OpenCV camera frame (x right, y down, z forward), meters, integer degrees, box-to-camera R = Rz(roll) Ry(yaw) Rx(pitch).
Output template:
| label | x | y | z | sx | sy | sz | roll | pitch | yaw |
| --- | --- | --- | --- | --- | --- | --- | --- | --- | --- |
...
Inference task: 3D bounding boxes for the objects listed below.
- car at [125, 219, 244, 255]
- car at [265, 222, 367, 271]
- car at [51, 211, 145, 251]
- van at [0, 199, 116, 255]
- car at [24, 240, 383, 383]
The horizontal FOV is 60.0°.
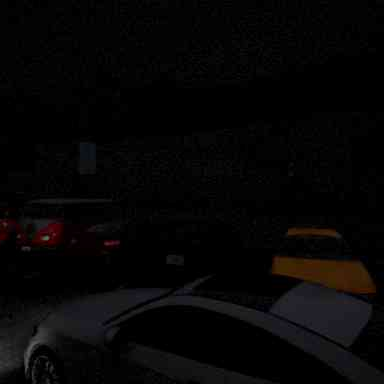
| label | x | y | z | sx | sy | sz | roll | pitch | yaw |
| --- | --- | --- | --- | --- | --- | --- | --- | --- | --- |
| car | 0.266 | 1.517 | 9.323 | 2.163 | 1.488 | 4.792 | 0 | -1 | 15 |
| car | 2.650 | 1.484 | 7.379 | 1.946 | 1.575 | 5.366 | 1 | -1 | 15 |
| car | -2.172 | 1.514 | 11.022 | 2.002 | 1.452 | 4.674 | 0 | -1 | 15 |
| van | -4.617 | 1.235 | 12.643 | 1.878 | 1.987 | 4.442 | 1 | 0 | 15 |
| car | 0.316 | 1.525 | 3.151 | 4.674 | 1.442 | 1.812 | 0 | 0 | 35 |
